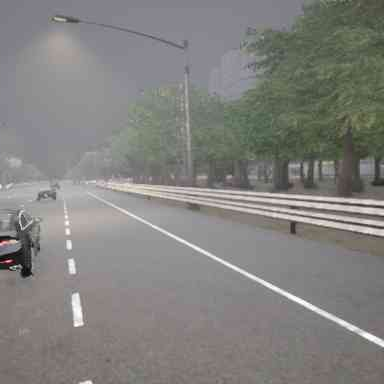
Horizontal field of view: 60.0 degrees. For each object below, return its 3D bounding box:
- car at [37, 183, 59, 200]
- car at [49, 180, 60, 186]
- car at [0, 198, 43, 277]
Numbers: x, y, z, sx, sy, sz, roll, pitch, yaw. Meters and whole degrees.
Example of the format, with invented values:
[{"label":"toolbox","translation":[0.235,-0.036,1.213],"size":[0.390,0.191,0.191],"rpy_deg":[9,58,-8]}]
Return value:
[{"label":"car","translation":[-16.592,0.123,38.012],"size":[1.812,1.442,4.674],"rpy_deg":[-4,3,-21]},{"label":"car","translation":[-30.968,-1.572,74.569],"size":[2.150,2.045,5.566],"rpy_deg":[-4,3,-21]},{"label":"car","translation":[-5.086,1.204,8.699],"size":[2.128,1.511,4.902],"rpy_deg":[-4,3,-21]}]
